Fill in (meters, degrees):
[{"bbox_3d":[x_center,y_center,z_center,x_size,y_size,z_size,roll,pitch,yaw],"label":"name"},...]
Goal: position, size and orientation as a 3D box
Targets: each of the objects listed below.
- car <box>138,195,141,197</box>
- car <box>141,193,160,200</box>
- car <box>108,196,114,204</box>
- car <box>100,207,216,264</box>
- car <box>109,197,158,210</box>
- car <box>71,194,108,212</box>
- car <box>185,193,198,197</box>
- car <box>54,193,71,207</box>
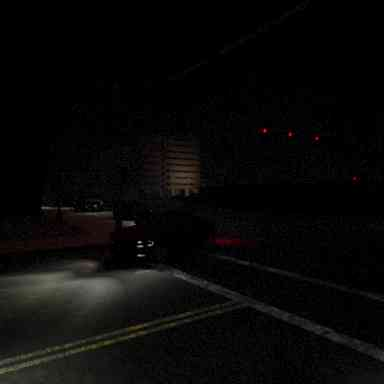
[{"bbox_3d":[-11.359,1.153,83.926,4.605,1.855,1.932,0,0,-34],"label":"car"},{"bbox_3d":[-9.782,1.156,81.499,3.866,1.878,1.905,0,0,-34],"label":"car"},{"bbox_3d":[-15.822,1.526,64.616,1.812,1.442,4.674,0,0,-33],"label":"car"},{"bbox_3d":[-0.859,1.478,12.244,1.882,1.535,5.008,2,1,31],"label":"car"},{"bbox_3d":[-5.031,1.477,27.905,1.882,1.535,5.008,0,0,-33],"label":"car"},{"bbox_3d":[-12.182,1.223,39.078,2.150,2.045,5.566,0,0,-33],"label":"car"},{"bbox_3d":[1.246,1.156,65.267,3.866,1.878,1.905,0,0,-34],"label":"car"},{"bbox_3d":[-19.312,1.222,50.308,2.150,2.045,5.566,0,0,-32],"label":"car"}]
